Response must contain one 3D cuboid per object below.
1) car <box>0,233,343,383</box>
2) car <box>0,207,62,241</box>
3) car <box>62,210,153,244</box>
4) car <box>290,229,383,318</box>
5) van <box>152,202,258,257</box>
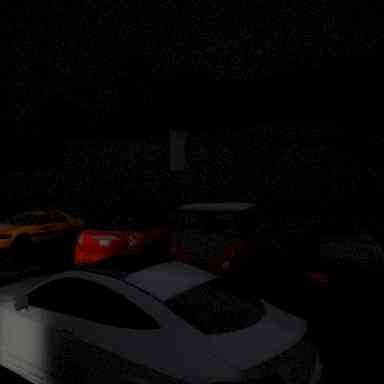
[{"bbox_3d":[-0.906,1.524,4.024,4.674,1.442,1.812,0,0,36],"label":"car"},{"bbox_3d":[-6.592,1.450,13.972,1.946,1.575,5.366,1,0,16],"label":"car"},{"bbox_3d":[-1.696,1.355,10.658,2.185,1.767,4.553,0,-1,15],"label":"car"},{"bbox_3d":[3.169,1.530,7.216,2.002,1.452,4.674,0,-1,16],"label":"car"},{"bbox_3d":[0.724,1.262,8.837,1.878,1.987,4.442,1,0,16],"label":"van"}]
